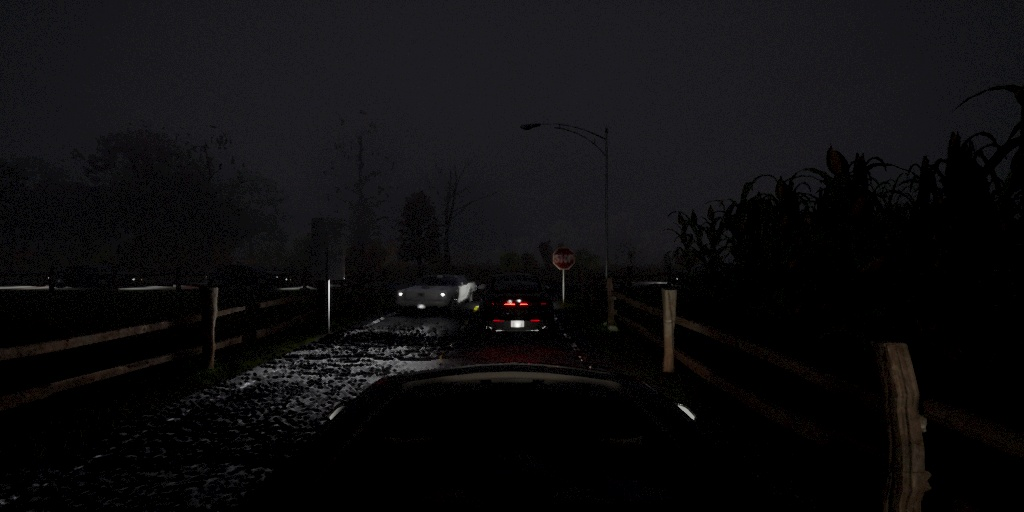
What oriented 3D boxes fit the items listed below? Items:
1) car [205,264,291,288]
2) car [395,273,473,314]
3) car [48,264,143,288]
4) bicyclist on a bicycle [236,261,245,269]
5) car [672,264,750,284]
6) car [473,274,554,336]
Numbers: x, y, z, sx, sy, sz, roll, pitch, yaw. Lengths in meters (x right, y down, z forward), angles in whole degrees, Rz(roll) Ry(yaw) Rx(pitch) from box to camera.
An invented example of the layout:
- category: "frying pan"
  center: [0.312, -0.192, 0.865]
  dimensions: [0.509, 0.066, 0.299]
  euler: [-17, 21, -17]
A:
- category: "car"
  center: [-17.117, 1.280, 23.383]
  dimensions: [4.892, 1.490, 1.837]
  euler: [0, 0, 1]
- category: "car"
  center: [-2.779, 1.350, 13.975]
  dimensions: [1.895, 1.301, 4.718]
  euler: [0, 0, 6]
- category: "car"
  center: [-27.250, 1.293, 23.532]
  dimensions: [4.892, 1.490, 1.837]
  euler: [0, 0, 0]
- category: "bicyclist on a bicycle"
  center: [-22.402, 1.240, 29.434]
  dimensions: [0.582, 1.620, 1.656]
  euler: [0, 0, 1]
- category: "car"
  center: [14.587, 1.263, 25.875]
  dimensions: [5.357, 1.411, 2.033]
  euler: [0, 0, 1]
- category: "car"
  center: [0.070, 1.255, 10.360]
  dimensions: [1.837, 1.490, 4.892]
  euler: [0, 0, -1]
